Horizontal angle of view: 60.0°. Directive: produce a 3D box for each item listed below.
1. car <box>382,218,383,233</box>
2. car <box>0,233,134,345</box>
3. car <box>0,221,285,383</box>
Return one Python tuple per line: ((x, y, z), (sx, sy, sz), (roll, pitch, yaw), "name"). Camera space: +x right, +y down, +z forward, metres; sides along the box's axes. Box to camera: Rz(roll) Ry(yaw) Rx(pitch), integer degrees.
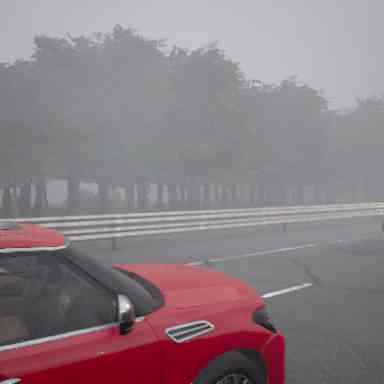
((10.948, 1.455, 15.859), (4.902, 1.511, 2.128), (0, 0, -35), "car")
((-3.544, 1.600, 5.521), (4.718, 1.301, 1.895), (0, 0, -35), "car")
((-1.739, 1.220, 2.506), (5.566, 2.045, 2.150), (0, 0, -36), "car")
